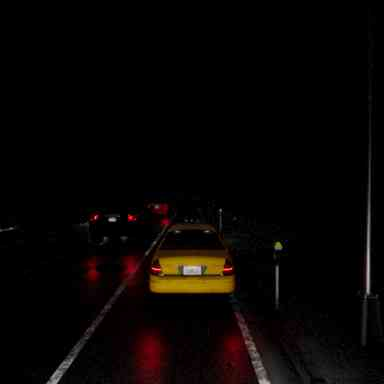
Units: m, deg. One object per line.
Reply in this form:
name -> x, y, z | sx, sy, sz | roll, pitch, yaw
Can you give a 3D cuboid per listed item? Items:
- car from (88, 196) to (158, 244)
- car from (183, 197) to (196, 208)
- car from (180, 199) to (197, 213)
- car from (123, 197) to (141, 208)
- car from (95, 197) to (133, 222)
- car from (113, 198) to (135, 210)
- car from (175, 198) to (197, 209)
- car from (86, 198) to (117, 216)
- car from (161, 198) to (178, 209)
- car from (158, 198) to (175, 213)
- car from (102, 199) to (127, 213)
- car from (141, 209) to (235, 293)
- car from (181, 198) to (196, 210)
car -> -3.150, 1.216, 15.929 | 2.150, 2.045, 5.566 | 0, 0, 1
car -> -0.393, 1.550, 49.600 | 1.887, 1.381, 4.507 | -1, 0, 0
car -> -0.393, 1.546, 38.589 | 1.887, 1.381, 4.507 | -1, 0, 0
car -> -8.918, 1.550, 49.600 | 1.887, 1.381, 4.507 | -1, 0, 0
car -> -6.241, 1.350, 27.222 | 2.097, 1.767, 4.553 | 0, 0, 0
car -> -8.918, 1.554, 44.095 | 2.008, 1.369, 4.403 | -1, 0, 0
car -> -0.393, 1.566, 33.084 | 1.947, 1.339, 4.313 | -1, 0, 0
car -> -8.919, 1.440, 33.084 | 1.967, 1.590, 4.097 | -1, 0, 0
car -> -3.052, 1.567, 46.078 | 1.994, 1.385, 4.181 | 0, 0, 0
car -> -3.051, 1.350, 31.146 | 2.097, 1.767, 4.553 | 0, 0, 0
car -> -8.918, 1.567, 38.590 | 1.947, 1.339, 4.313 | -1, 0, 0
car -> 0.005, 1.455, 8.841 | 1.801, 1.575, 5.366 | 0, 0, 0
car -> -0.393, 1.548, 44.094 | 1.887, 1.381, 4.507 | -1, 0, 0
